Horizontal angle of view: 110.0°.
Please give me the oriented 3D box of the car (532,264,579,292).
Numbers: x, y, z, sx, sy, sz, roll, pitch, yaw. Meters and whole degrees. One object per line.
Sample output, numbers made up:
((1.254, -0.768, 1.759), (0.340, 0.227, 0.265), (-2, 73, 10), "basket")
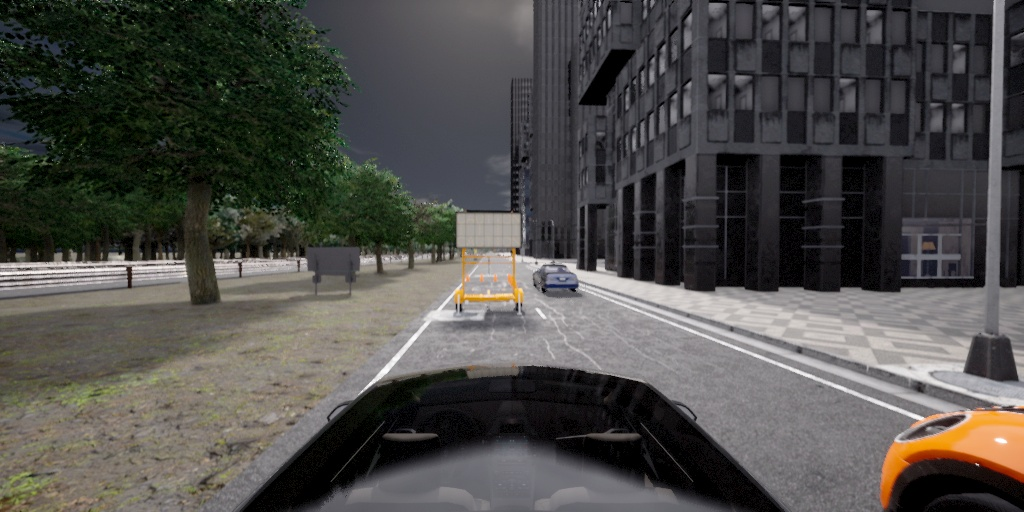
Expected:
((2.300, 1.174, 20.040), (2.033, 1.411, 5.357), (0, 0, -4), "car")

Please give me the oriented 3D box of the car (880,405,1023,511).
((3.557, 1.111, 0.446), (2.097, 1.767, 4.553), (0, 0, -4), "car")

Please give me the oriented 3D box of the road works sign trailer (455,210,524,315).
((-0.843, 0.133, 13.131), (2.380, 3.560, 2.880), (0, 0, -4), "road works sign trailer")
